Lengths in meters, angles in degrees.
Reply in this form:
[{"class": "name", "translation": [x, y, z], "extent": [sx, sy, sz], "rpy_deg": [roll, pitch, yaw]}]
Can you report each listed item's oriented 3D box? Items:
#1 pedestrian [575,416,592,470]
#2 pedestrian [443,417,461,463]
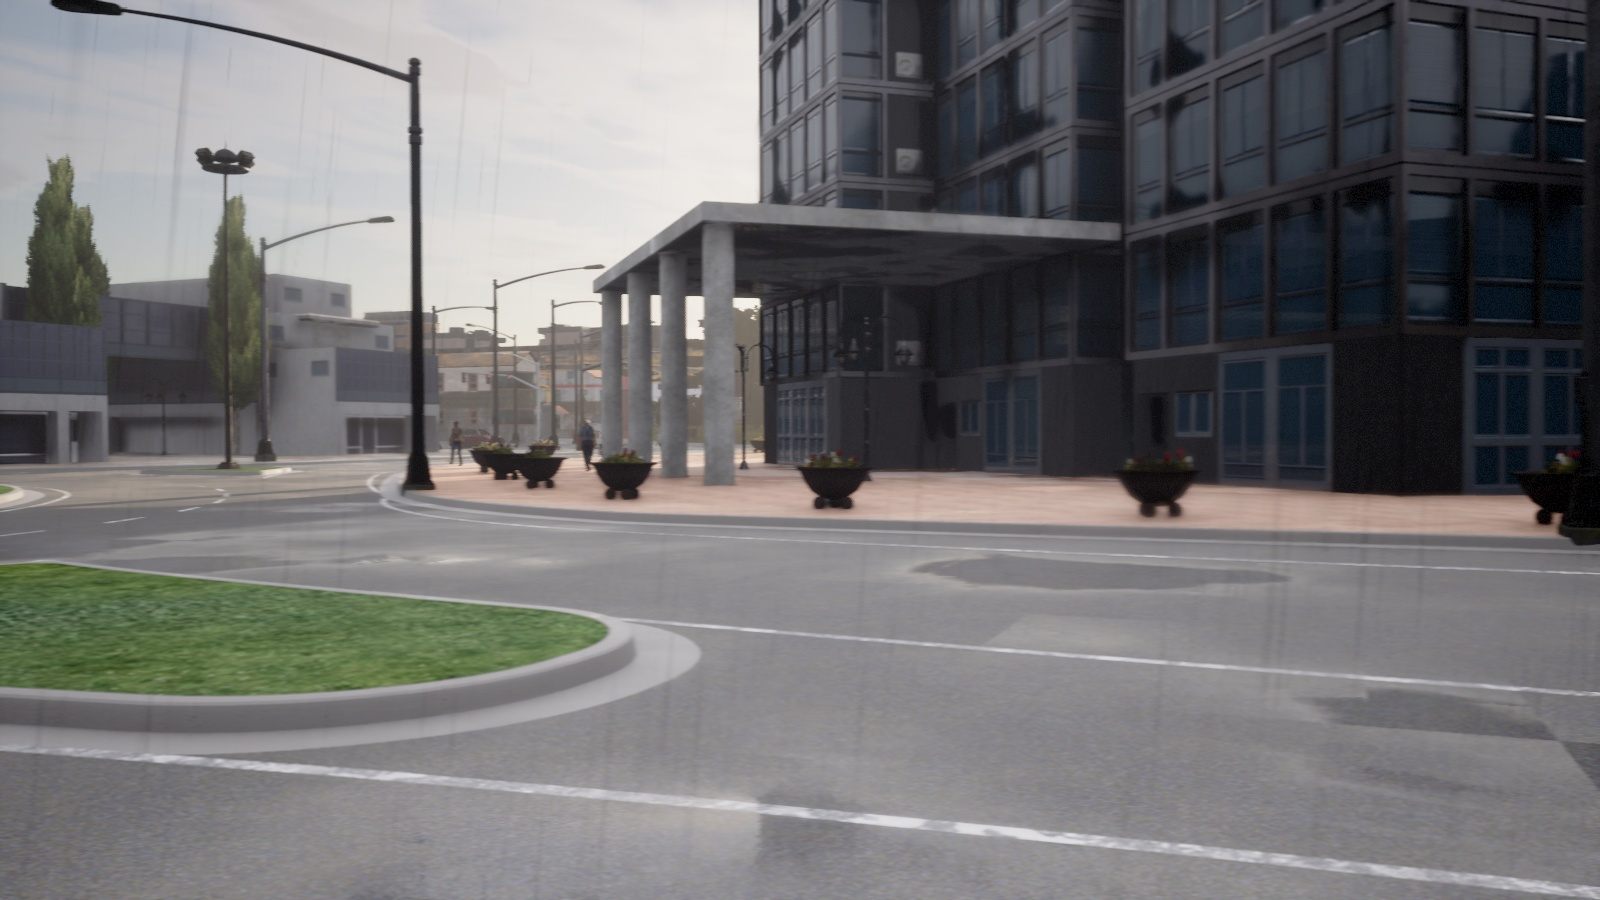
[{"class": "pedestrian", "translation": [-7.417, -0.243, 43.006], "extent": [0.540, 1.848, 0.694], "rpy_deg": [0, 1, -10]}, {"class": "pedestrian", "translation": [-13.573, -0.392, 49.005], "extent": [0.328, 1.805, 0.869], "rpy_deg": [0, 1, 10]}]
